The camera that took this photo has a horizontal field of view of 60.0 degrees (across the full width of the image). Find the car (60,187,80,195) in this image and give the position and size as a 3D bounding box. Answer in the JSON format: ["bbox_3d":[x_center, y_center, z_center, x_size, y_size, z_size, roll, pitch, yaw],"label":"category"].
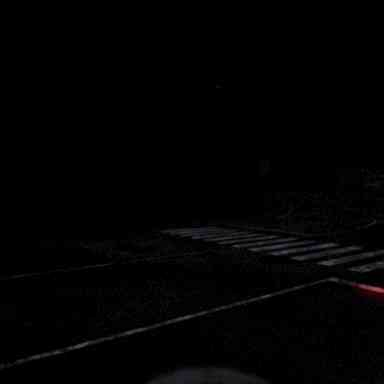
[{"bbox_3d":[-24.408,0.064,70.376,2.435,2.045,5.566,0,2,18],"label":"car"}]

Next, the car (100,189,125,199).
[{"bbox_3d":[-14.980,0.292,63.015,1.946,1.575,5.366,-1,2,17],"label":"car"}]

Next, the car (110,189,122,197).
[{"bbox_3d":[-12.568,0.131,61.386,2.185,1.767,4.553,-2,1,16],"label":"car"}]

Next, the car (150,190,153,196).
[{"bbox_3d":[-5.367,0.136,56.139,2.231,1.521,4.892,-1,2,16],"label":"car"}]

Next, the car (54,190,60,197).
[{"bbox_3d":[-26.752,0.296,72.237,2.231,1.521,4.892,-1,2,18],"label":"car"}]

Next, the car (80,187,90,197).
[{"bbox_3d":[-19.676,0.196,66.812,2.185,1.767,4.553,-1,2,17],"label":"car"}]

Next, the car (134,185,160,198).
[{"bbox_3d":[-7.785,-0.074,57.853,2.435,2.045,5.566,-1,2,16],"label":"car"}]

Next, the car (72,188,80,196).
[{"bbox_3d":[-22.047,0.355,68.568,2.163,1.488,4.792,-1,2,17],"label":"car"}]

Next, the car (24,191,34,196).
[{"bbox_3d":[-38.368,0.112,81.503,2.097,1.535,5.008,0,2,19],"label":"car"}]
